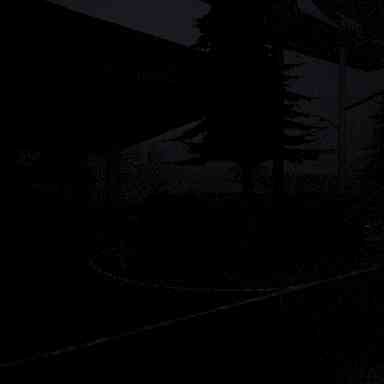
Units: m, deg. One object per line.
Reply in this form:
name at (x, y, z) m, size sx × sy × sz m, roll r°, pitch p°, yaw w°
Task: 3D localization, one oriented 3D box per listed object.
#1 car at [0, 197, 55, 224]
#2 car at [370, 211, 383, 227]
car at (-11.900, 1.313, 23.522) m, size 3.866 × 1.878 × 1.905 m, roll 0°, pitch 0°, yaw -36°
car at (12.968, 1.524, 19.155) m, size 4.718 × 1.301 × 1.895 m, roll 4°, pitch 3°, yaw 40°
